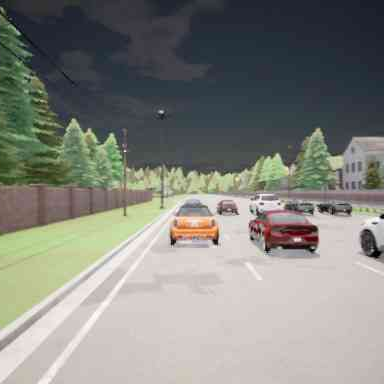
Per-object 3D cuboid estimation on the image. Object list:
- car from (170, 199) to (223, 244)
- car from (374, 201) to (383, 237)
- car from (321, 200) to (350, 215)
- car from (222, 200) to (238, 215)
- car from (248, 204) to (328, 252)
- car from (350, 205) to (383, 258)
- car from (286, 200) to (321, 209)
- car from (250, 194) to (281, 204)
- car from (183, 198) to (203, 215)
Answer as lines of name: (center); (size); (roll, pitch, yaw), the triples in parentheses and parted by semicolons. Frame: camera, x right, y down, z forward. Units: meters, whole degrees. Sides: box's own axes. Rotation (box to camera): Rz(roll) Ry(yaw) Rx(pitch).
car: (0.103, 1.356, 15.949); (2.097, 1.767, 4.553); (0, 0, 0)
car: (10.602, 1.355, 15.177); (2.097, 1.767, 4.553); (0, 0, 0)
car: (14.105, 1.499, 33.159); (2.128, 1.511, 4.902); (0, 0, 0)
car: (3.605, 1.534, 34.384); (1.812, 1.442, 4.674); (0, 0, 0)
car: (3.601, 1.481, 13.860); (1.882, 1.535, 5.008); (0, 0, 0)
car: (7.101, 1.224, 9.677); (2.150, 2.045, 5.566); (0, 0, 0)
car: (10.604, 1.499, 33.164); (2.128, 1.511, 4.902); (0, 0, 0)
car: (7.106, 1.229, 32.626); (2.150, 2.045, 5.566); (0, 0, 0)
car: (0.105, 1.487, 34.865); (1.882, 1.535, 5.008); (0, 0, 0)
